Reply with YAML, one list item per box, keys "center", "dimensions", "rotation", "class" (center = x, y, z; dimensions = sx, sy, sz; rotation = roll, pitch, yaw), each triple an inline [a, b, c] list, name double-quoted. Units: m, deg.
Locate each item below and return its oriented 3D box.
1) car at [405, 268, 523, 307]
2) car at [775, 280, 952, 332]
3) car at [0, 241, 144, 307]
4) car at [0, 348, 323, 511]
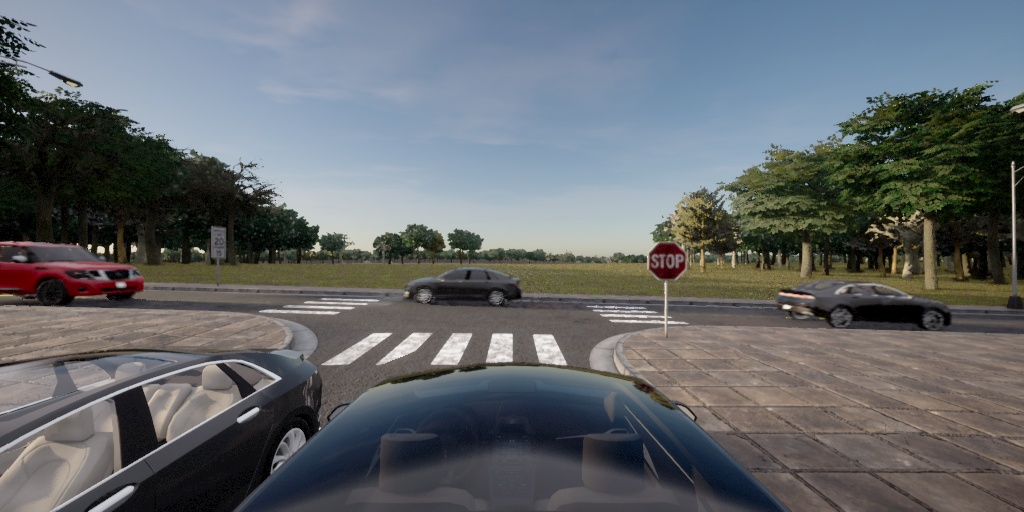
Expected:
- center: [-1.991, 1.251, 15.098]
  dimensions: [4.892, 1.490, 1.837]
  rotation: [2, -1, 0]
  class: "car"
- center: [11.726, 1.595, 12.127]
  dimensions: [4.902, 1.511, 2.128]
  rotation: [2, -1, 0]
  class: "car"
- center: [-16.019, 0.551, 12.173]
  dimensions: [5.566, 2.045, 2.150]
  rotation: [2, -1, 0]
  class: "car"
- center: [-2.637, 1.300, 1.688]
  dimensions: [2.007, 1.370, 4.403]
  rotation: [0, 0, 0]
  class: "car"
